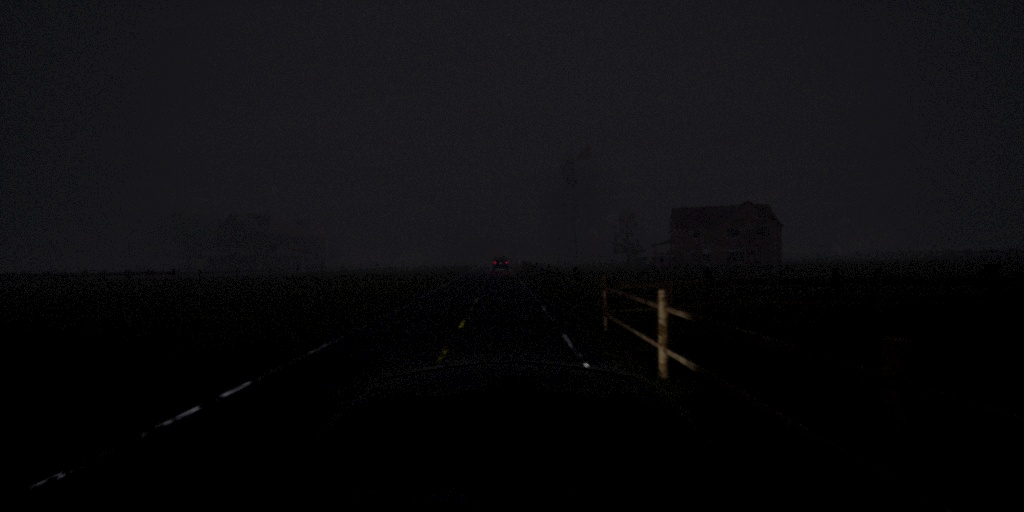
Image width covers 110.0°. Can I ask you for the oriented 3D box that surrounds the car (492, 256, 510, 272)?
[{"bbox_3d":[-1.507,1.008,47.512,2.150,2.045,5.566,0,0,-2],"label":"car"}]
